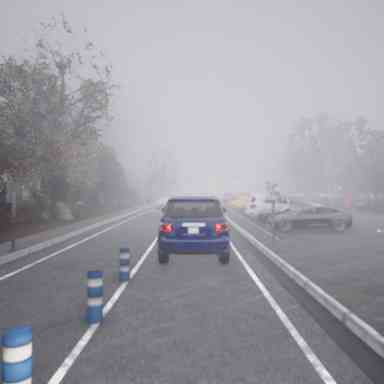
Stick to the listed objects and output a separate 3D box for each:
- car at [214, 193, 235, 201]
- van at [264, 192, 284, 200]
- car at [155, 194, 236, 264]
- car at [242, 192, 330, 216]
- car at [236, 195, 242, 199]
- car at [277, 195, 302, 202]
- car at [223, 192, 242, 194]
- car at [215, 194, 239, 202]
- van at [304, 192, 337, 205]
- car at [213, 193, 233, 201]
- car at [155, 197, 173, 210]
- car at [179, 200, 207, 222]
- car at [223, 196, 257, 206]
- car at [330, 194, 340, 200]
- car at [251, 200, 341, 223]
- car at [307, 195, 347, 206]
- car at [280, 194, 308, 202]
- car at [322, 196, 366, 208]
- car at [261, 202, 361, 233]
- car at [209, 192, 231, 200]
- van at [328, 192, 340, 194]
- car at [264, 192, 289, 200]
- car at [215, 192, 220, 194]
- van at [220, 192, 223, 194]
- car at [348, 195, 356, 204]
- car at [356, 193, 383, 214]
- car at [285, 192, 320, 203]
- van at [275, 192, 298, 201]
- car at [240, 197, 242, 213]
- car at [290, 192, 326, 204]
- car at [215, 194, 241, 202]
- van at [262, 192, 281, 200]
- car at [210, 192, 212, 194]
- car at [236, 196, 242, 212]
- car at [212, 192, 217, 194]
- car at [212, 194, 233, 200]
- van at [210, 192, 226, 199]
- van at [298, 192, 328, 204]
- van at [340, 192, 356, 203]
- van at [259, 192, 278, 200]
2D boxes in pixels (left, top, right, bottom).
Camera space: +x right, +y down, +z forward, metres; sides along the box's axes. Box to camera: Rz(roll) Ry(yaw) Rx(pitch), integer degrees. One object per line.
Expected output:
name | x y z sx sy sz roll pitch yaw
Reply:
car | 7.239 1.117 74.921 4.553 1.767 2.185 0 0 0
van | 20.537 1.001 83.125 4.442 1.987 1.878 0 0 0
car | 0.071 1.170 11.742 2.150 2.045 5.566 0 -1 1
car | 6.877 1.203 24.960 5.566 2.045 2.435 0 1 0
car | 6.734 1.370 33.292 5.366 1.575 1.946 0 1 0
car | 20.306 1.282 69.275 4.674 1.452 2.002 0 0 0
car | 7.067 1.150 47.162 4.553 1.767 2.185 0 0 0
car | 7.217 1.250 69.369 4.892 1.521 2.231 0 0 0
van | 20.278 1.034 52.528 4.442 1.987 1.878 0 0 0
car | 7.263 1.114 77.697 4.553 1.767 2.185 0 0 0
car | -3.303 1.349 40.176 1.812 1.442 4.674 0 0 0
car | 0.086 1.428 26.733 2.033 1.411 5.357 0 0 0
car | 7.089 1.300 49.936 4.792 1.488 2.163 0 0 0
car | 20.098 1.322 41.583 4.792 1.488 2.163 0 0 1
car | 6.831 1.482 22.187 5.008 1.535 2.097 0 1 0
car | 20.143 1.263 49.760 5.008 1.535 2.097 0 0 0
car | 20.273 1.245 66.380 5.008 1.535 2.097 0 0 0
car | 20.121 1.307 44.222 4.792 1.488 2.163 0 0 0
car | 6.773 1.539 19.412 4.792 1.488 2.163 0 1 0
car | 7.416 0.977 88.801 5.566 2.045 2.435 0 0 0
van | 20.006 1.043 46.974 4.442 1.987 1.878 0 0 0
car | 20.368 0.978 80.355 5.566 2.045 2.435 0 0 0
car | 7.124 1.288 61.041 4.792 1.488 2.163 0 0 0
van | 7.200 1.041 52.711 4.442 1.987 1.878 0 0 0
car | 19.993 1.369 35.919 4.792 1.488 2.163 0 1 0
car | 20.027 1.115 33.146 5.566 2.045 2.435 0 1 0
car | 20.204 1.000 60.839 5.566 2.045 2.435 0 0 0
van | 20.443 1.013 72.044 4.442 1.987 1.878 0 0 0
car | 7.058 1.425 27.737 5.366 1.575 1.946 0 1 0
car | 20.180 1.003 58.069 5.566 2.045 2.435 0 0 0
car | 7.207 1.253 66.593 4.892 1.521 2.231 0 0 0
van | 20.559 0.998 85.770 4.442 1.987 1.878 0 0 0
car | 7.062 1.243 72.147 5.366 1.575 1.946 0 0 0
car | 6.902 1.402 30.515 4.892 1.521 2.231 0 1 0
car | 6.991 1.252 63.819 5.366 1.575 1.946 0 0 0
car | 7.312 1.237 80.474 5.008 1.535 2.097 0 0 0
van | 7.318 1.070 94.338 4.442 1.987 1.878 0 -1 0
van | 20.068 1.031 55.300 4.442 1.987 1.878 0 0 0
van | 20.163 1.087 38.809 4.442 1.987 1.878 0 0 0
van | 20.350 0.995 88.675 4.442 1.987 1.878 0 0 0
